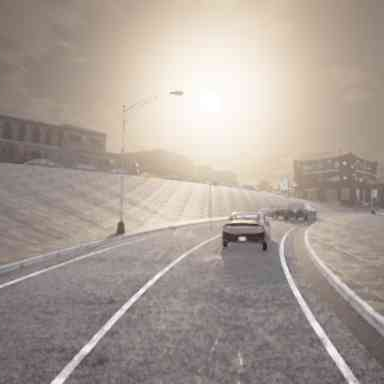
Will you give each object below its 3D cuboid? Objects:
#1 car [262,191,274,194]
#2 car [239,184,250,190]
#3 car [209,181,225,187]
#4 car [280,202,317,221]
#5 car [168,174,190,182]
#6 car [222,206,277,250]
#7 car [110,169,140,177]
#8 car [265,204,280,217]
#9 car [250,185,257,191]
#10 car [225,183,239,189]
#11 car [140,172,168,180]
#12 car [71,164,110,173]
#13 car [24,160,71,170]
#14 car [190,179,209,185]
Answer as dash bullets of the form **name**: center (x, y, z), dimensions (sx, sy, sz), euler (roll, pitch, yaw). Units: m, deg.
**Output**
- **car**: center (19.650, 0.494, 88.971), dimensions (2.002, 1.452, 4.674), euler (-2, -5, 32)
- **car**: center (10.460, -0.856, 75.148), dimensions (2.185, 1.767, 4.553), euler (-2, -5, 36)
- **car**: center (3.882, -1.352, 66.273), dimensions (2.002, 1.452, 4.674), euler (-3, -5, 38)
- **car**: center (10.368, 1.761, 31.511), dimensions (2.097, 1.767, 4.553), euler (-2, -2, 33)
- **car**: center (-3.188, -2.149, 57.560), dimensions (2.185, 1.767, 4.553), euler (-3, -5, 41)
- **car**: center (2.559, 1.601, 15.010), dimensions (2.128, 1.511, 4.902), euler (-1, -1, 15)
- **car**: center (-10.518, -2.587, 49.272), dimensions (2.002, 1.452, 4.674), euler (-3, -5, 43)
- **car**: center (8.471, 2.064, 35.237), dimensions (2.128, 1.511, 4.902), euler (-3, -3, 36)
- **car**: center (13.665, -0.609, 79.747), dimensions (2.435, 2.045, 5.566), euler (-2, -5, 35)
- **car**: center (7.157, -1.078, 70.585), dimensions (2.231, 1.521, 4.892), euler (-3, -5, 37)
- **car**: center (-6.801, -2.327, 53.383), dimensions (2.097, 1.535, 5.008), euler (-3, -5, 42)
- **car**: center (-14.322, -2.917, 45.247), dimensions (2.231, 1.521, 4.892), euler (-3, -5, 44)
- **car**: center (-18.182, -3.183, 41.310), dimensions (2.231, 1.521, 4.892), euler (-3, -5, 44)
- **car**: center (0.454, -1.675, 61.959), dimensions (2.163, 1.488, 4.792), euler (-3, -5, 39)
